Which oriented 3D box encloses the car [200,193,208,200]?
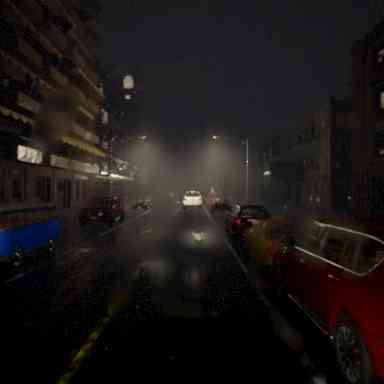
[{"bbox_3d":[2.676,1.046,77.259,1.752,1.417,4.829,0,0,0],"label":"car"}]

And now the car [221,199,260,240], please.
[{"bbox_3d":[2.688,1.326,16.159,1.967,1.590,4.097,0,0,0],"label":"car"}]

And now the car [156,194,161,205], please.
[{"bbox_3d":[-5.698,1.253,43.854,2.008,1.369,4.403,0,0,0],"label":"car"}]

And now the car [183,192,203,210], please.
[{"bbox_3d":[0.092,0.957,39.083,2.150,2.045,5.566,0,1,0],"label":"car"}]

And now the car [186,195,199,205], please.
[{"bbox_3d":[0.092,1.189,50.459,1.812,1.442,4.674,0,0,0],"label":"car"}]

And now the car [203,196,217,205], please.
[{"bbox_3d":[2.681,1.251,49.394,1.802,1.307,4.206,0,0,0],"label":"car"}]

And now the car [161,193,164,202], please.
[{"bbox_3d":[-5.699,1.220,49.392,2.008,1.369,4.403,0,0,0],"label":"car"}]

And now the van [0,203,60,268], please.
[{"bbox_3d":[-5.691,1.264,10.617,1.690,1.788,3.998,0,0,0],"label":"van"}]

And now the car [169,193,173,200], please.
[{"bbox_3d":[-5.704,0.991,71.548,1.967,1.590,4.097,0,0,0],"label":"car"}]

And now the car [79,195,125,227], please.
[{"bbox_3d":[-5.693,1.163,21.695,2.192,1.841,5.009,0,0,0],"label":"car"}]

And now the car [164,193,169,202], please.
[{"bbox_3d":[-5.702,1.049,60.469,1.967,1.590,4.097,0,0,0],"label":"car"}]

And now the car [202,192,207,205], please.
[{"bbox_3d":[2.684,1.053,38.316,2.192,1.841,5.009,0,0,0],"label":"car"}]

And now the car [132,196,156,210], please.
[{"bbox_3d":[-5.697,1.303,38.316,1.947,1.339,4.313,0,0,0],"label":"car"}]

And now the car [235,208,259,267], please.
[{"bbox_3d":[2.689,1.447,10.790,1.752,1.417,4.829,0,0,0],"label":"car"}]

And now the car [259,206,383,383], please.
[{"bbox_3d":[2.691,1.278,5.079,2.192,1.841,5.009,0,0,0],"label":"car"}]

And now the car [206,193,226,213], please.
[{"bbox_3d":[2.685,1.215,32.777,1.967,1.590,4.097,0,0,0],"label":"car"}]

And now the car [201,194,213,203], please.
[{"bbox_3d":[2.679,1.160,60.471,2.008,1.369,4.403,0,0,0],"label":"car"}]

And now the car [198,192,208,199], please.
[{"bbox_3d":[2.675,0.808,82.628,2.192,1.841,5.009,0,0,0],"label":"car"}]

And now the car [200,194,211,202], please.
[{"bbox_3d":[2.678,1.146,66.010,1.947,1.339,4.313,0,0,0],"label":"car"}]

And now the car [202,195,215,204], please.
[{"bbox_3d":[2.680,1.204,54.933,1.947,1.339,4.313,0,0,0],"label":"car"}]
